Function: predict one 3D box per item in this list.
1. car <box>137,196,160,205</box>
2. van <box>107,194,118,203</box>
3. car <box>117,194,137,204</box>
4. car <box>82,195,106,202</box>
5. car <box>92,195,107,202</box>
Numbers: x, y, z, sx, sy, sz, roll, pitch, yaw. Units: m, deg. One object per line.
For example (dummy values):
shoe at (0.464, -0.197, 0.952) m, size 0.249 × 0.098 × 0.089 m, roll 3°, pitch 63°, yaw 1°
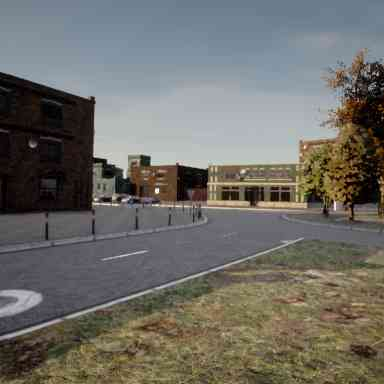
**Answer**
car at (-8.188, 1.825, 67.016) m, size 2.163 × 1.488 × 4.792 m, roll 1°, pitch -1°, yaw 32°
van at (-15.283, 1.412, 71.396) m, size 1.878 × 1.987 × 4.442 m, roll 1°, pitch -1°, yaw 32°
car at (-12.748, 1.573, 69.969) m, size 2.185 × 1.767 × 4.553 m, roll 1°, pitch -1°, yaw 32°
car at (-22.282, 1.449, 75.937) m, size 2.097 × 1.535 × 5.008 m, roll 2°, pitch -1°, yaw 32°
car at (-19.803, 1.393, 74.420) m, size 2.185 × 1.767 × 4.553 m, roll 2°, pitch -1°, yaw 32°
